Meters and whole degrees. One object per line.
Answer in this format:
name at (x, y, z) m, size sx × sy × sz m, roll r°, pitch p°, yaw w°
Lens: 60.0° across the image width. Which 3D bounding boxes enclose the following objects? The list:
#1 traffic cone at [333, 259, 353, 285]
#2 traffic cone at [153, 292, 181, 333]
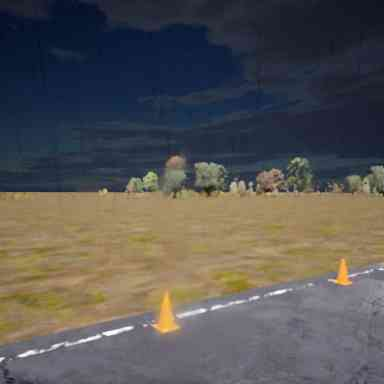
traffic cone at (3.793, 1.977, 8.341) m, size 0.340 × 0.580 × 0.340 m, roll 0°, pitch 0°, yaw -33°
traffic cone at (-0.417, 1.955, 5.523) m, size 0.340 × 0.580 × 0.340 m, roll 0°, pitch 0°, yaw -35°
